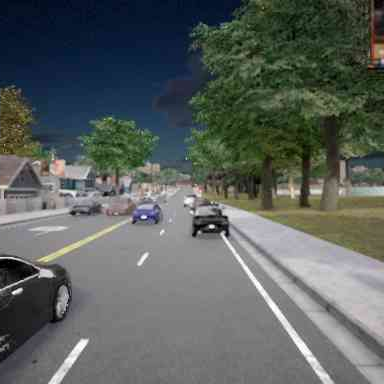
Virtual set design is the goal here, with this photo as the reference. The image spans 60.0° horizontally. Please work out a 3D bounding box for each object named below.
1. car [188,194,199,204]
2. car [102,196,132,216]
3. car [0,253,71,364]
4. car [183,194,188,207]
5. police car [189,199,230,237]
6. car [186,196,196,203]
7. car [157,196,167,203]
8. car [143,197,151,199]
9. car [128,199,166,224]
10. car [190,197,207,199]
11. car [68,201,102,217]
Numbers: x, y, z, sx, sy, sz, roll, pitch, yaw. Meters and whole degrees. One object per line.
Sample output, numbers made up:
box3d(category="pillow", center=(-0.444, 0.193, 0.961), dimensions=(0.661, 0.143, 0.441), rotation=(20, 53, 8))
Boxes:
box3d(category="car", center=(0.886, 1.321, 34.177), dimensions=(2.097, 1.767, 4.553), rotation=(0, 0, 0))
box3d(category="car", center=(-6.678, 1.321, 31.507), dimensions=(2.097, 1.767, 4.553), rotation=(0, 0, 0))
box3d(category="car", center=(-3.157, 1.521, 4.317), dimensions=(1.837, 1.490, 4.892), rotation=(0, 0, 0))
box3d(category="car", center=(-0.135, 1.257, 51.570), dimensions=(2.150, 2.045, 5.566), rotation=(0, 0, 0))
box3d(category="police car", center=(0.929, 1.425, 18.314), dimensions=(1.930, 1.638, 5.238), rotation=(0, 0, 0))
box3d(category="car", center=(-0.190, 1.659, 72.277), dimensions=(2.033, 1.411, 5.357), rotation=(0, -1, 0))
box3d(category="car", center=(-6.692, 1.619, 72.754), dimensions=(2.097, 1.767, 4.553), rotation=(0, -1, 0))
box3d(category="car", center=(-9.942, 1.788, 72.713), dimensions=(2.128, 1.511, 4.902), rotation=(0, -1, 0))
box3d(category="car", center=(-3.210, 1.507, 24.506), dimensions=(1.812, 1.442, 4.674), rotation=(0, 0, 0))
box3d(category="car", center=(0.902, 1.479, 28.205), dimensions=(1.837, 1.490, 4.892), rotation=(0, 0, 0))
box3d(category="car", center=(-9.930, 1.516, 31.619), dimensions=(2.033, 1.411, 5.357), rotation=(0, 0, 0))
